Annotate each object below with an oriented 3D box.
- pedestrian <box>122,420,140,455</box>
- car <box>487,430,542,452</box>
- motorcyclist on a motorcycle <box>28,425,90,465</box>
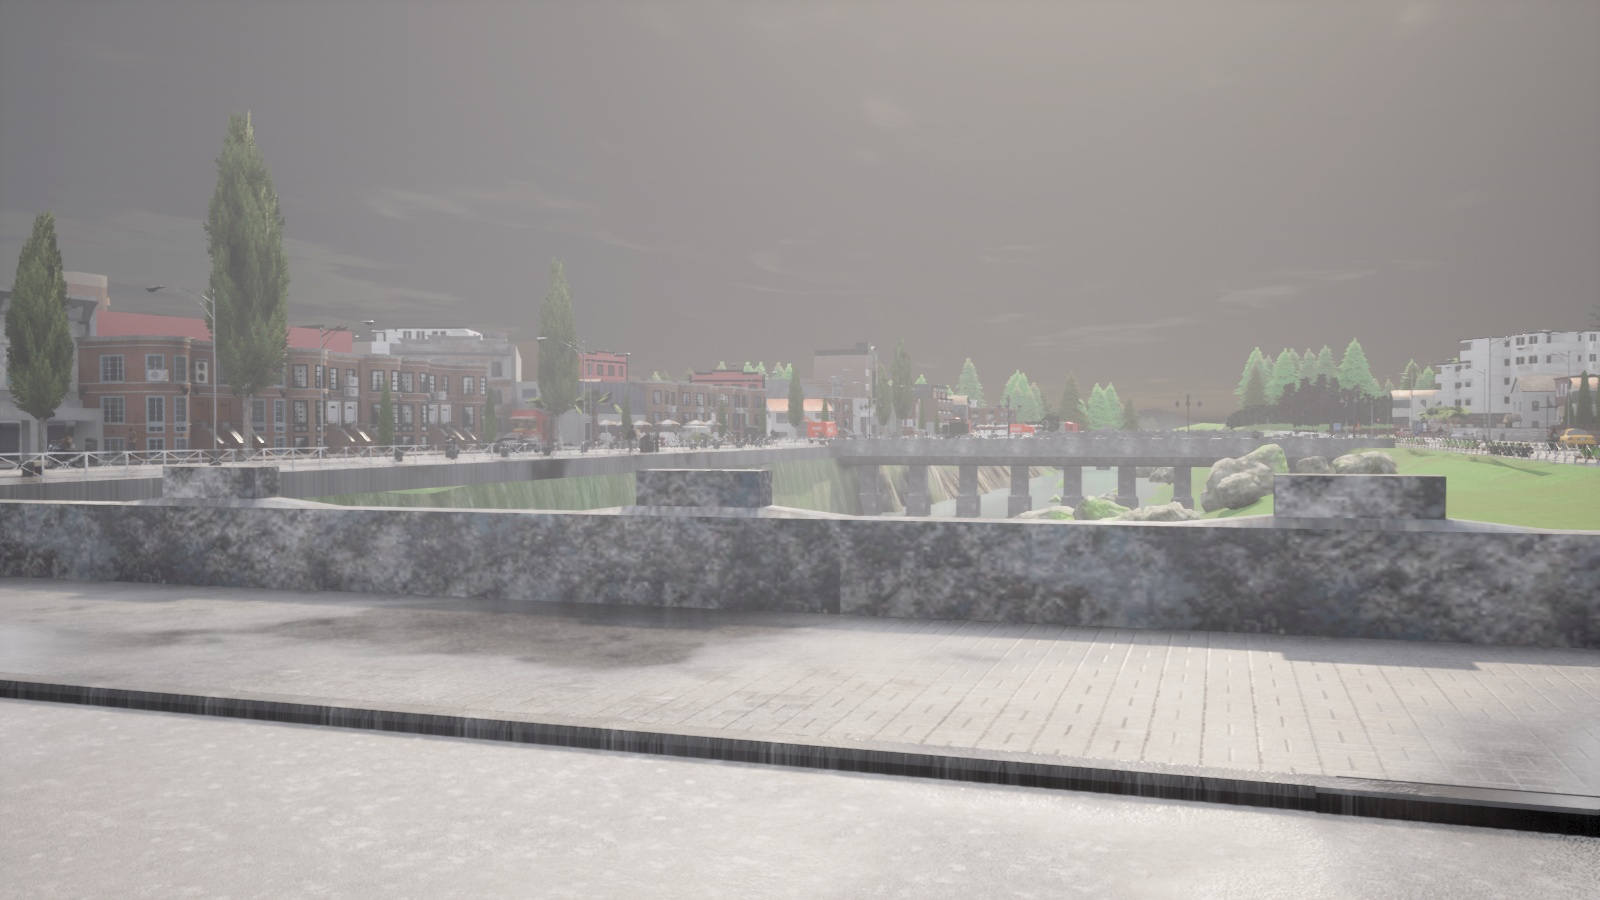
[{"bbox_3d":[-34.410,-0.659,64.567,0.328,1.805,0.869,0,1,13],"label":"pedestrian"},{"bbox_3d":[-19.870,-0.667,87.663,1.816,1.474,4.193,1,1,19],"label":"car"},{"bbox_3d":[-31.420,-0.223,53.280,0.766,1.649,2.350,1,1,19],"label":"motorcyclist on a motorcycle"}]
